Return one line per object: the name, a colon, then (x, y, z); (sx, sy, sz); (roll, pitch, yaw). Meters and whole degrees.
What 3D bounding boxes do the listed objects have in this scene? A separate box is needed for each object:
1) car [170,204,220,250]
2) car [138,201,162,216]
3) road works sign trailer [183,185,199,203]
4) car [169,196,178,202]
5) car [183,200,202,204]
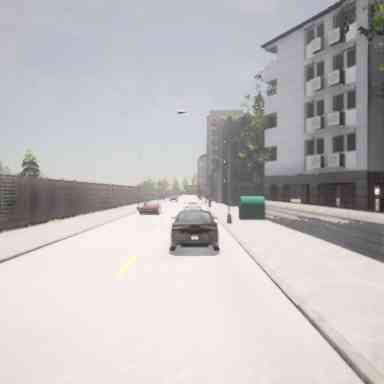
car: (0.099, 1.486, 14.321); (1.882, 1.535, 5.008); (0, 0, 0)
car: (-4.100, 1.620, 33.055); (1.895, 1.301, 4.718); (0, 0, 0)
road works sign trailer: (-0.006, 0.500, 60.291); (2.380, 3.560, 2.880); (0, 0, 0)
car: (-4.008, 1.504, 74.552); (2.033, 1.411, 5.357); (0, 0, 0)
car: (0.083, 1.545, 33.135); (1.812, 1.442, 4.674); (0, 0, 0)
